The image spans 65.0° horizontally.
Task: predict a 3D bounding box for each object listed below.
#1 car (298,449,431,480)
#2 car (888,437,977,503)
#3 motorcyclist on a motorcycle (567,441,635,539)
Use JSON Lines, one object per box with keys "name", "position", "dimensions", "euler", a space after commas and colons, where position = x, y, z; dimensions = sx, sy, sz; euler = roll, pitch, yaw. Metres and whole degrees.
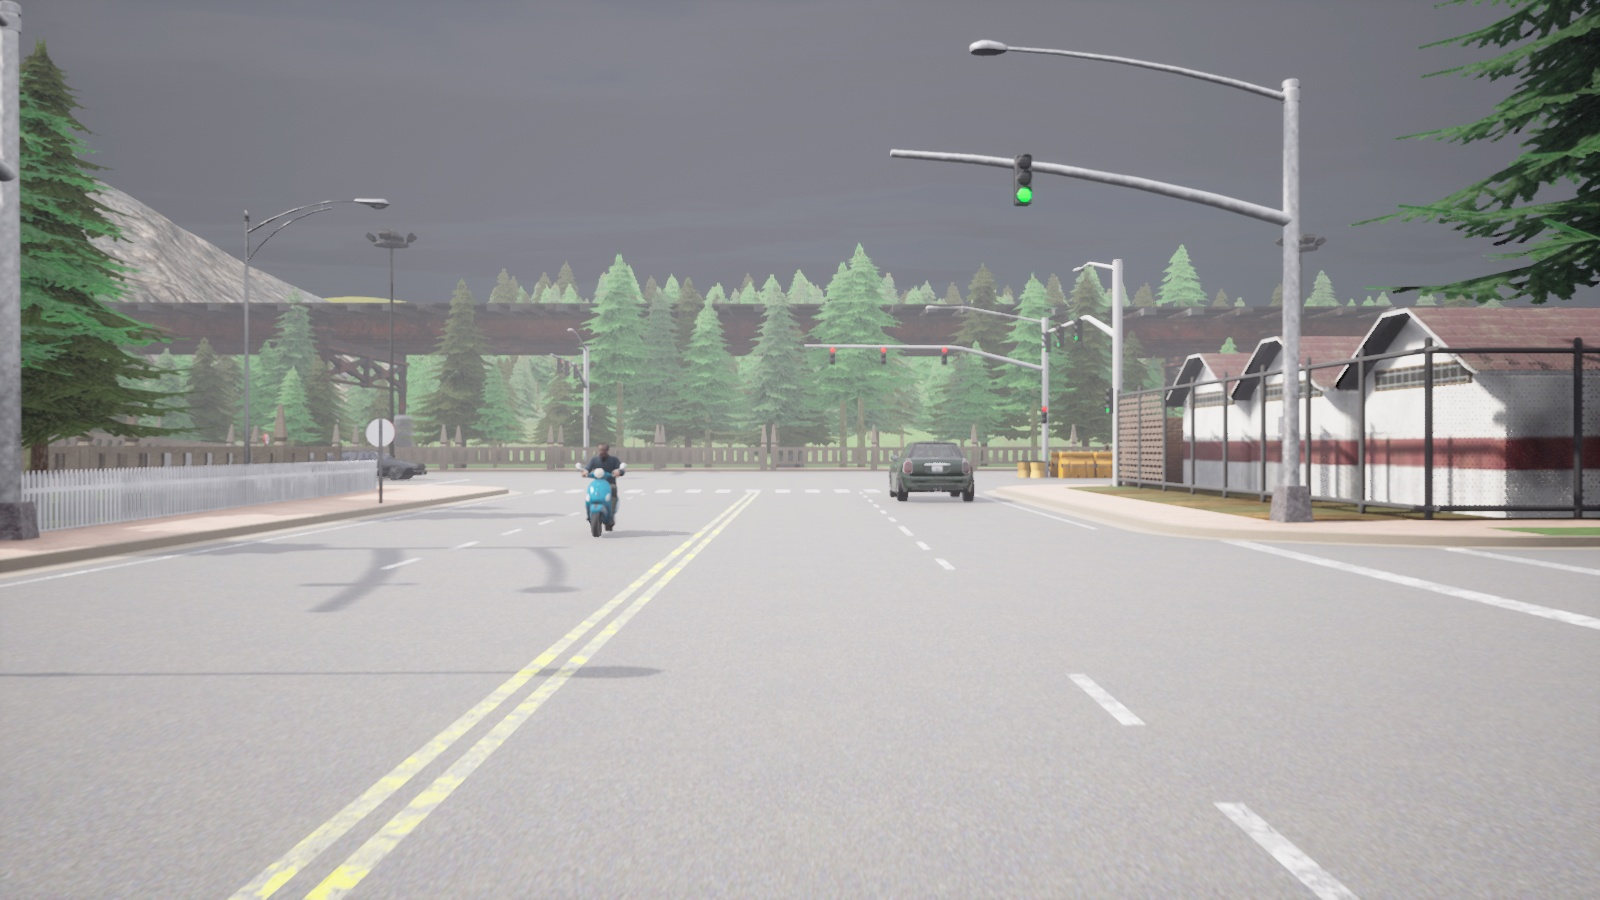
{"name": "car", "position": [-19.840, 0.646, 57.360], "dimensions": [5.357, 1.411, 2.033], "euler": [0, 0, -1]}
{"name": "car", "position": [3.717, 0.529, 36.003], "dimensions": [2.097, 1.767, 4.553], "euler": [0, 0, 0]}
{"name": "motorcyclist on a motorcycle", "position": [-3.365, 0.652, 21.363], "dimensions": [0.866, 1.590, 1.817], "euler": [0, 0, 0]}
